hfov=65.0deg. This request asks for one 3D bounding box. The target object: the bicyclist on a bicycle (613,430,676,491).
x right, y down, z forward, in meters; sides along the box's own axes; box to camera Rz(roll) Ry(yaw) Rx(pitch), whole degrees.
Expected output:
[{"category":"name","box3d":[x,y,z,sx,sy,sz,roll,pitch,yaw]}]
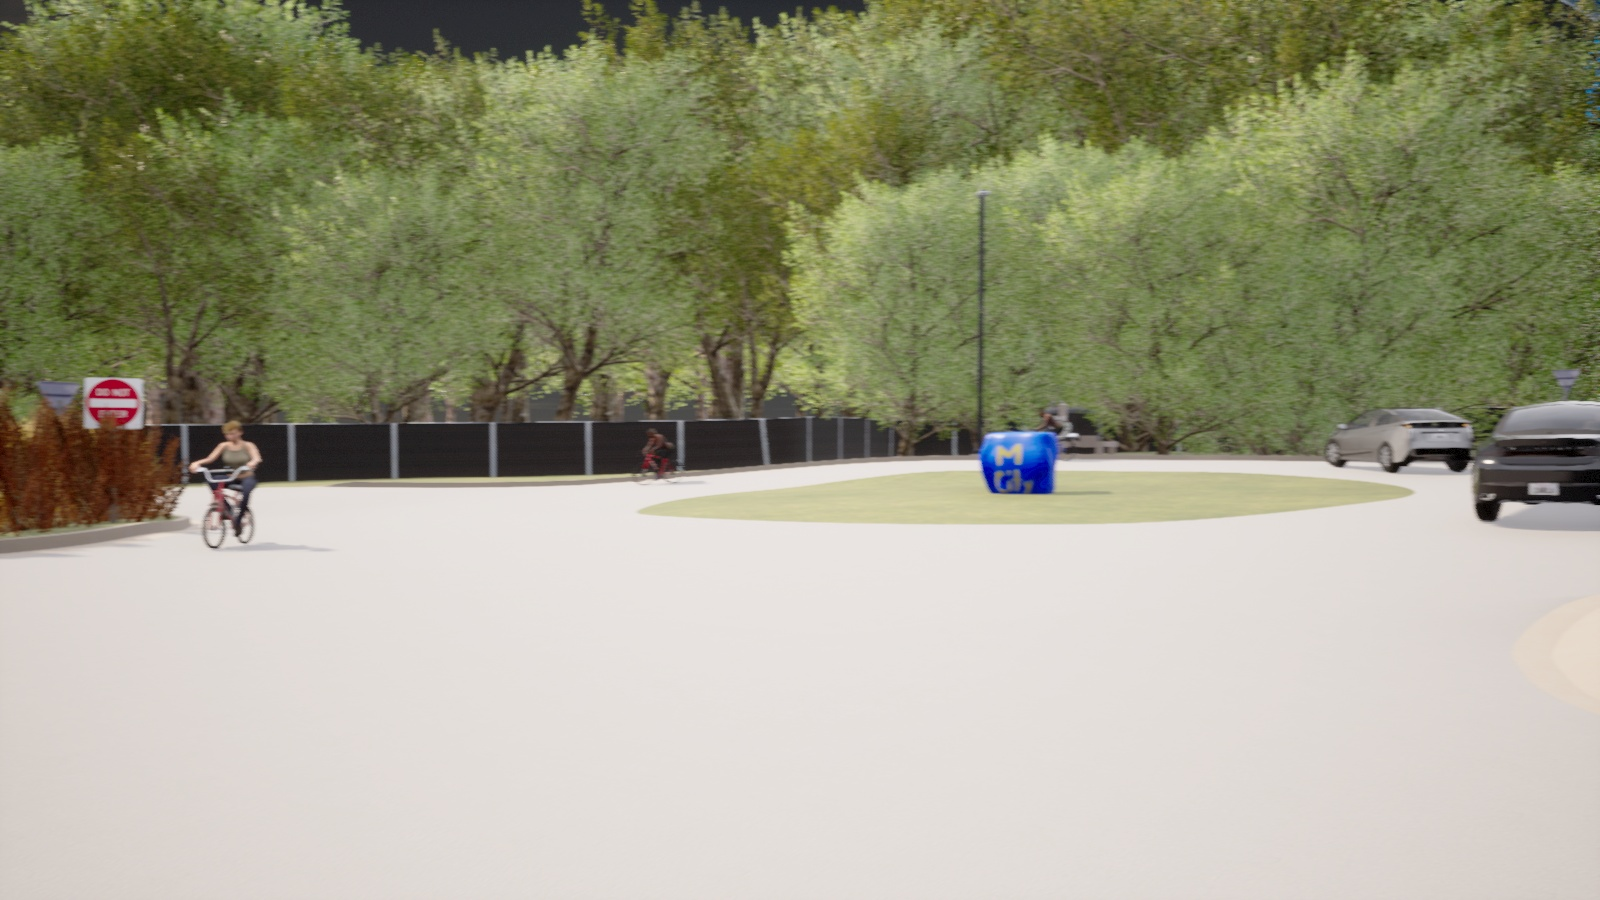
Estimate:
[{"category":"bicyclist on a bicycle","box3d":[-4.438,0.282,35.896,1.656,1.620,0.582,-5,3,-38]}]

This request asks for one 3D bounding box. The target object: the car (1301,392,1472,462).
[{"category":"car","box3d":[14.102,-0.576,30.528,2.007,1.525,4.514,-2,2,0]}]

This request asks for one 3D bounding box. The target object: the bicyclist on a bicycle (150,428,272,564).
[{"category":"bicyclist on a bicycle","box3d":[-7.388,0.562,15.833,0.866,1.612,1.509,-1,-1,-3]}]

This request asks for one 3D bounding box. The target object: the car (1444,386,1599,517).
[{"category":"car","box3d":[10.312,-0.073,16.994,1.837,1.490,4.892,-2,2,39]}]

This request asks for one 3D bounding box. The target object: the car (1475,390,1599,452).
[{"category":"car","box3d":[21.724,-0.859,35.366,4.902,1.511,2.128,-4,2,-23]}]
